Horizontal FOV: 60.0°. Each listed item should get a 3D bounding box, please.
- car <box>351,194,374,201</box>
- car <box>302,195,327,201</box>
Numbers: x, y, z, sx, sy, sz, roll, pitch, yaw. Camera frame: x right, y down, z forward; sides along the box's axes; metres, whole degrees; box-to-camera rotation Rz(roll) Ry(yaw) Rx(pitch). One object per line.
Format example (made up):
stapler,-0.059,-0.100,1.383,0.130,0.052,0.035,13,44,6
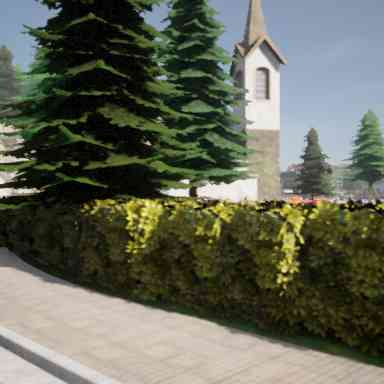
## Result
car,41.156,1.356,80.417,3.633,1.501,1.845,0,0,35
car,26.305,1.404,72.541,4.514,1.523,2.007,0,0,35
